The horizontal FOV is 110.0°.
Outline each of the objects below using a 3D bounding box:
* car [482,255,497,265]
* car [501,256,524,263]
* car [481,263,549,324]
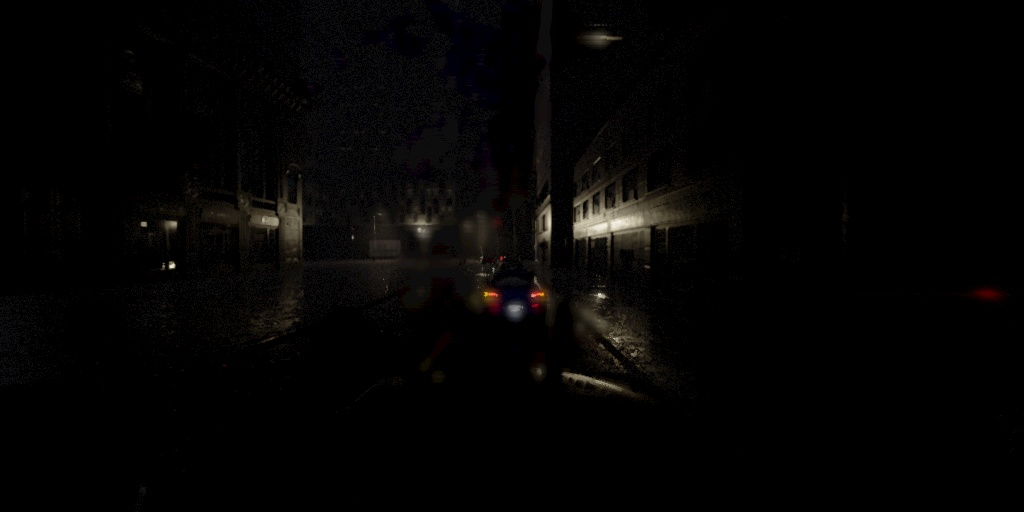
[{"bbox_3d":[-3.152,0.549,49.618,1.895,1.301,4.718,0,1,0],"label":"car"},{"bbox_3d":[0.005,0.731,32.189,2.128,1.511,4.902,0,1,0],"label":"car"},{"bbox_3d":[0.072,1.118,11.175,1.812,1.442,4.674,0,1,0],"label":"car"}]
